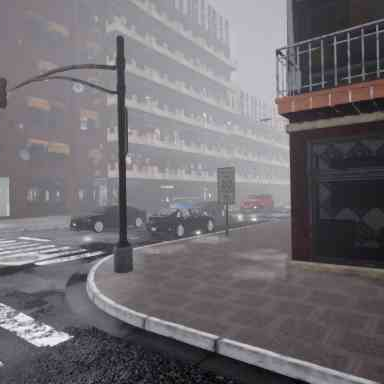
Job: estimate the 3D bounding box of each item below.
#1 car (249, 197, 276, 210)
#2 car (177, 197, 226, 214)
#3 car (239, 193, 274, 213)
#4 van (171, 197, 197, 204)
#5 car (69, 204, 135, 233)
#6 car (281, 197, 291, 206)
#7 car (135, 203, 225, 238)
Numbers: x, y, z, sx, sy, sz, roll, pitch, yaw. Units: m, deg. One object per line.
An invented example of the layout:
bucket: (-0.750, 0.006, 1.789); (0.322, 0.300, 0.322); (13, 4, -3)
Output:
car: (9.324, 1.430, 44.008); (1.967, 1.590, 4.097); (-1, -1, 36)
car: (1.169, 1.478, 28.360); (1.837, 1.490, 4.892); (-1, -1, 35)
car: (7.252, 1.174, 36.868); (2.150, 2.045, 5.566); (-1, -1, 35)
van: (-0.398, 1.365, 30.414); (1.690, 1.788, 3.998); (-1, -1, 36)
car: (-4.876, 1.475, 19.908); (1.882, 1.535, 5.008); (-1, -1, 36)
car: (15.706, 1.495, 52.932); (1.752, 1.417, 4.829); (-1, -1, 36)
car: (-0.463, 1.435, 16.769); (2.008, 1.369, 4.403); (-1, -1, 36)
